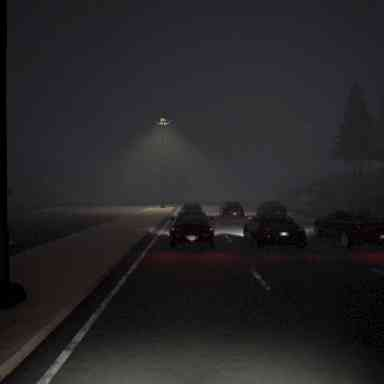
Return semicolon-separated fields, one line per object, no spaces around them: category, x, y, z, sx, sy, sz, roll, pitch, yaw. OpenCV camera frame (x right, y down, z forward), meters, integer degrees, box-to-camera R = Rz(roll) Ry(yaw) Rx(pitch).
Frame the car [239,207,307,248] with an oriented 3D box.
car;3.500;1.570;14.650;1.994;1.385;4.181;0;0;0

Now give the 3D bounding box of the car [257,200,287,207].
car;7.000;1.482;29.650;1.882;1.535;5.008;0;0;0

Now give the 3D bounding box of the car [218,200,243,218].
car;3.500;1.514;29.650;1.837;1.490;4.892;0;0;0

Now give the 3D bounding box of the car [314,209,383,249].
car;7.000;1.482;14.650;1.882;1.535;5.008;0;0;0

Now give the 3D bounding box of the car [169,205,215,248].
car;0.000;1.530;14.650;1.812;1.442;4.674;0;0;0

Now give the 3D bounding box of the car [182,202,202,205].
car;0.000;1.570;29.650;1.994;1.385;4.181;0;0;0
